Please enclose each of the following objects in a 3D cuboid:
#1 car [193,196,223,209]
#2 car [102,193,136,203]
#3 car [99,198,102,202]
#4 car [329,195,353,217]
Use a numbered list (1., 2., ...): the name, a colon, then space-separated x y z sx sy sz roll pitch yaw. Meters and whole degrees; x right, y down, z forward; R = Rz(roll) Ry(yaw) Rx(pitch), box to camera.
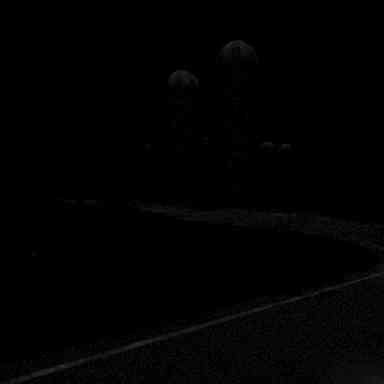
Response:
1. car: 2.058 1.387 42.918 3.988 1.617 1.851 0 0 -36
2. car: -9.017 1.107 41.956 2.150 2.045 5.566 0 0 -35
3. car: -17.260 1.452 69.687 4.181 1.381 1.994 0 0 -36
4. car: 13.645 1.265 30.464 1.905 1.878 3.866 0 0 24
